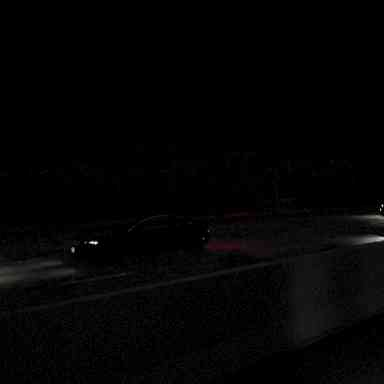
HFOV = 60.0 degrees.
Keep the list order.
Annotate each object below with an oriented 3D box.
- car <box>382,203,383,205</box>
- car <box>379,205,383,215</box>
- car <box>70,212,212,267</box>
[{"bbox_3d":[18.767,1.173,29.582,4.553,1.767,2.097,0,0,-30],"label":"car"},{"bbox_3d":[11.960,1.440,16.796,5.357,1.411,2.033,0,0,-35],"label":"car"},{"bbox_3d":[-1.584,1.463,11.456,4.902,1.511,2.128,0,0,-35],"label":"car"}]
